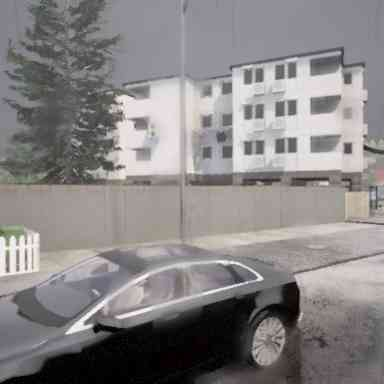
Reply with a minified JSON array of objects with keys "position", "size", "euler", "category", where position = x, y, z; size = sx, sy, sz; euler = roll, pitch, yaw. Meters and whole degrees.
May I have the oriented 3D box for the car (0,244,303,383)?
[{"position":[-0.687,1.486,4.114],"size":[4.902,1.511,2.128],"euler":[0,0,-35],"category":"car"}]
